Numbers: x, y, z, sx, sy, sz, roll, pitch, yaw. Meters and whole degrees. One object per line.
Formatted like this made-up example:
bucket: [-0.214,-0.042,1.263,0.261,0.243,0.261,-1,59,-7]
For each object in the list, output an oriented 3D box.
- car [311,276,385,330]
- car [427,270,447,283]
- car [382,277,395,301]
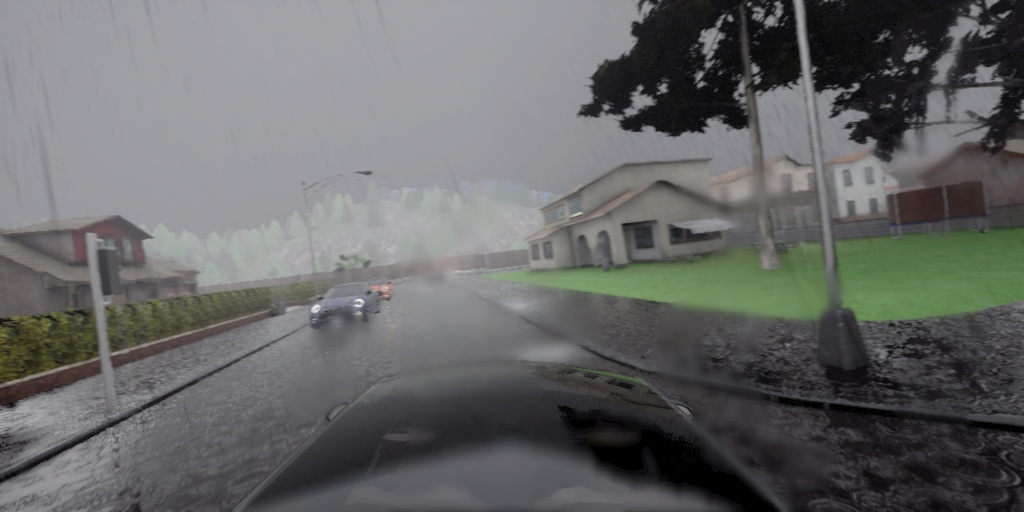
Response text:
car: [-7.296,2.027,16.007,2.097,1.767,4.553,-7,0,-13]
car: [-9.787,2.583,46.886,2.128,1.511,4.902,-7,0,-1]
car: [-9.807,2.366,25.953,2.097,1.767,4.553,-7,0,-14]
